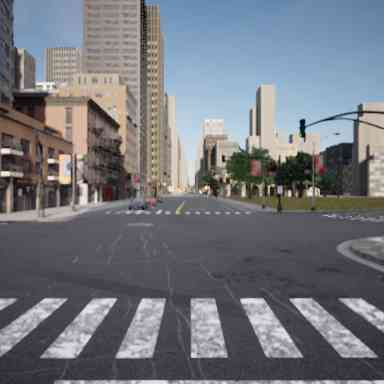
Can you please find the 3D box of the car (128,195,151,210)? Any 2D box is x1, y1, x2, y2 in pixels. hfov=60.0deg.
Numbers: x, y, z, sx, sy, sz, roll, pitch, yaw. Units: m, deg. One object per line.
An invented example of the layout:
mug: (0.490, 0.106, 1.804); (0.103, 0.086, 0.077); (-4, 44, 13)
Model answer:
car: (-6.664, 1.501, 41.678); (1.812, 1.442, 4.674); (0, 0, 0)

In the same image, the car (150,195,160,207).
car: (-6.647, 1.314, 51.385); (2.097, 1.767, 4.553); (0, 0, 0)

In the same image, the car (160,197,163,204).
car: (-6.621, 1.513, 63.000); (1.994, 1.385, 4.181); (0, 0, 0)
